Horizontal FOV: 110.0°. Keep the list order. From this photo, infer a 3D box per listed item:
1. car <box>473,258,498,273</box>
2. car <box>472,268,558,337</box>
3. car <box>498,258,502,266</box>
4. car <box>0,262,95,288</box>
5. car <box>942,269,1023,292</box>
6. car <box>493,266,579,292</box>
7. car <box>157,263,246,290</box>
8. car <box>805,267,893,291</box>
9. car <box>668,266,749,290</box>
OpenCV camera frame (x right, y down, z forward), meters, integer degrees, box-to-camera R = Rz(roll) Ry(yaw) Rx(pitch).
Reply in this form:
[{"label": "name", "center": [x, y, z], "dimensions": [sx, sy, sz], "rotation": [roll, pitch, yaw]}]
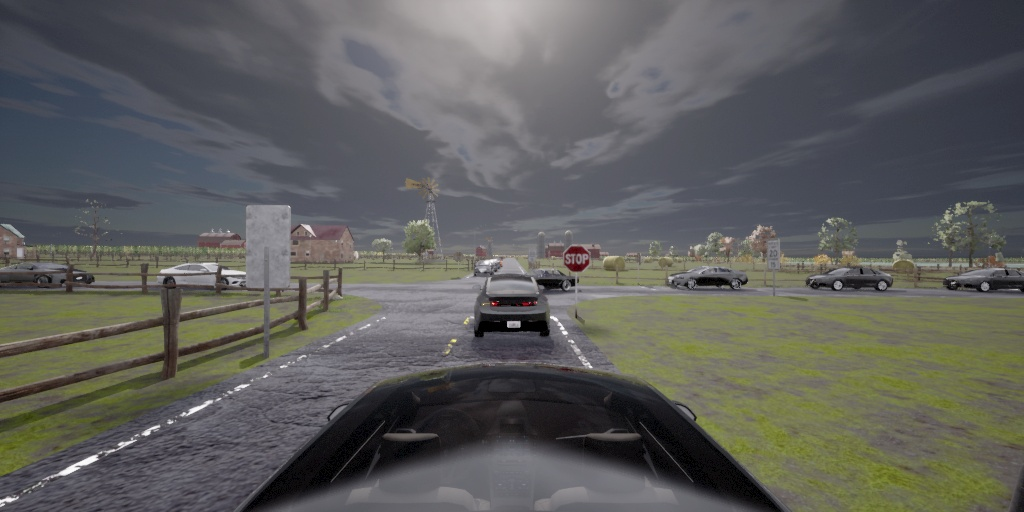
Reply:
[{"label": "car", "center": [-2.840, 1.243, 36.985], "dimensions": [2.128, 1.511, 4.902], "rotation": [0, 0, 0]}, {"label": "car", "center": [-0.069, 1.256, 10.297], "dimensions": [1.837, 1.490, 4.892], "rotation": [0, 0, -3]}, {"label": "car", "center": [-2.828, 1.242, 46.431], "dimensions": [2.128, 1.511, 4.902], "rotation": [0, 0, 0]}, {"label": "car", "center": [-26.354, 1.048, 20.146], "dimensions": [4.181, 1.385, 1.994], "rotation": [1, -1, -1]}, {"label": "car", "center": [31.714, 1.587, 23.846], "dimensions": [4.892, 1.490, 1.837], "rotation": [1, -1, -1]}, {"label": "car", "center": [1.509, 1.369, 20.342], "dimensions": [4.718, 1.301, 1.895], "rotation": [1, 0, -35]}, {"label": "car", "center": [-17.234, 1.104, 20.263], "dimensions": [4.674, 1.442, 1.812], "rotation": [1, -1, -1]}, {"label": "car", "center": [22.212, 1.500, 23.731], "dimensions": [4.892, 1.490, 1.837], "rotation": [1, -1, -1]}, {"label": "car", "center": [12.810, 1.397, 23.565], "dimensions": [4.902, 1.511, 2.128], "rotation": [1, -1, -2]}]
